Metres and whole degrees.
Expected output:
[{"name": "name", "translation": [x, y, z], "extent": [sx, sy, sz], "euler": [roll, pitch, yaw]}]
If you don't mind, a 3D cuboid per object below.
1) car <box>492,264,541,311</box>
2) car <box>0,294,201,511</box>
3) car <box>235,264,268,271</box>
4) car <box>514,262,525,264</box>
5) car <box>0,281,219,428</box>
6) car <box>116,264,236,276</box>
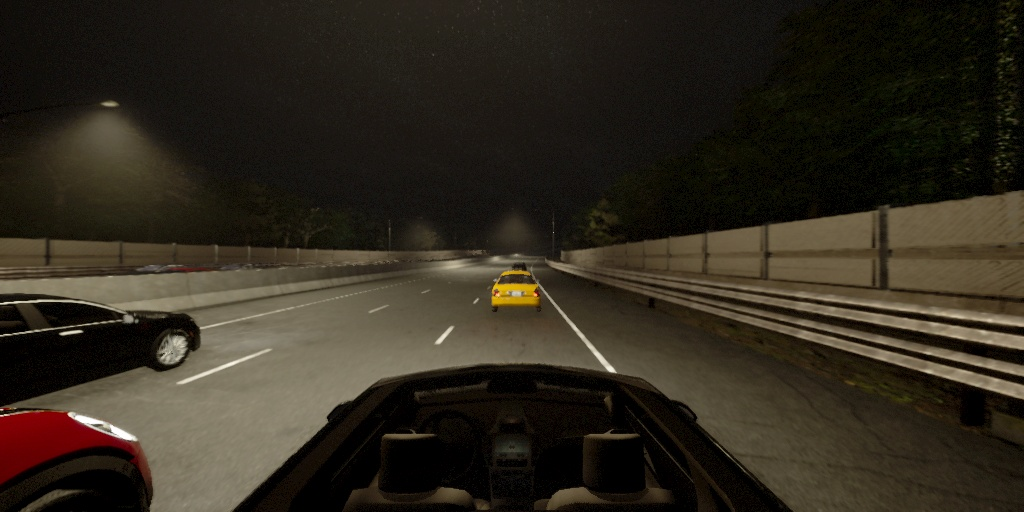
[{"name": "car", "translation": [0.182, 1.274, 14.738], "extent": [1.801, 1.575, 5.366], "euler": [0, 0, 1]}, {"name": "car", "translation": [-3.392, 1.092, 0.418], "extent": [2.097, 1.767, 4.553], "euler": [0, 0, 0]}, {"name": "car", "translation": [-20.798, 1.341, 27.327], "extent": [2.128, 1.511, 4.902], "euler": [0, 0, 1]}, {"name": "car", "translation": [0.975, 1.486, 46.593], "extent": [2.128, 1.511, 4.902], "euler": [0, 0, 2]}, {"name": "car", "translation": [-6.892, 1.266, 4.858], "extent": [1.837, 1.490, 4.892], "euler": [0, 0, 0]}, {"name": "car", "translation": [-17.457, 1.341, 18.964], "extent": [1.812, 1.442, 4.674], "euler": [0, 0, 1]}]
